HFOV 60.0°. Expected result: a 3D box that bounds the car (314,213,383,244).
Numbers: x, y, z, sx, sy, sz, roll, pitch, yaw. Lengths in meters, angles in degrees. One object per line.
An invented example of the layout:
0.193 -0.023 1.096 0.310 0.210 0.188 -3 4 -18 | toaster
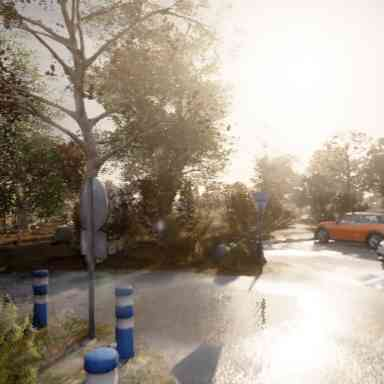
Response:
8.594 1.843 17.270 2.185 1.767 4.553 1 -2 -28 | car

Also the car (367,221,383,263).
8.669 1.823 11.875 4.674 1.442 1.812 1 -2 -28 | car
